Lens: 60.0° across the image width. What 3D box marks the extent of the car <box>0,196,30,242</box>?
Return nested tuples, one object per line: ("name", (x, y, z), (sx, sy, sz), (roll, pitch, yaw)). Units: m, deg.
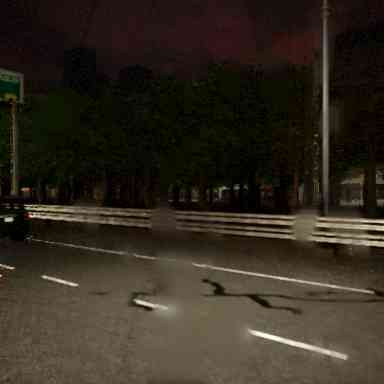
("car", (-9.555, 1.219, 14.997), (5.566, 2.045, 2.150), (0, 0, 36))
